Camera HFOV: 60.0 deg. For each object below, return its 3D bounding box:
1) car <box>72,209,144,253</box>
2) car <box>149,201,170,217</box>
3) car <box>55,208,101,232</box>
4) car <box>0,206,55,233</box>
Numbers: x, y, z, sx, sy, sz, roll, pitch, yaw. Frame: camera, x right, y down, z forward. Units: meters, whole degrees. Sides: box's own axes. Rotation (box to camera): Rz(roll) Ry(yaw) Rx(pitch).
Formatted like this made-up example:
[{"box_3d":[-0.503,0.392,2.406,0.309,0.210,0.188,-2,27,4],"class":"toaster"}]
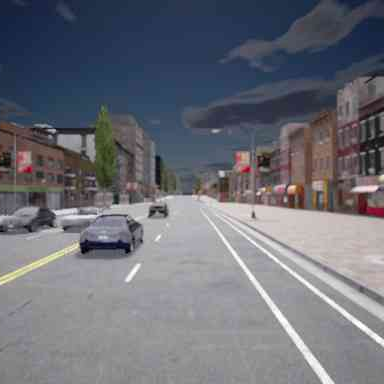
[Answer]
[{"box_3d":[-3.220,1.620,14.016,1.994,1.385,4.181,0,0,0],"class":"car"},{"box_3d":[-3.326,1.746,34.078,1.837,1.490,4.892,0,-1,0],"class":"car"},{"box_3d":[-6.701,1.701,21.269,1.895,1.301,4.718,0,0,0],"class":"car"},{"box_3d":[-9.947,1.629,20.583,1.812,1.442,4.674,0,0,0],"class":"car"}]
